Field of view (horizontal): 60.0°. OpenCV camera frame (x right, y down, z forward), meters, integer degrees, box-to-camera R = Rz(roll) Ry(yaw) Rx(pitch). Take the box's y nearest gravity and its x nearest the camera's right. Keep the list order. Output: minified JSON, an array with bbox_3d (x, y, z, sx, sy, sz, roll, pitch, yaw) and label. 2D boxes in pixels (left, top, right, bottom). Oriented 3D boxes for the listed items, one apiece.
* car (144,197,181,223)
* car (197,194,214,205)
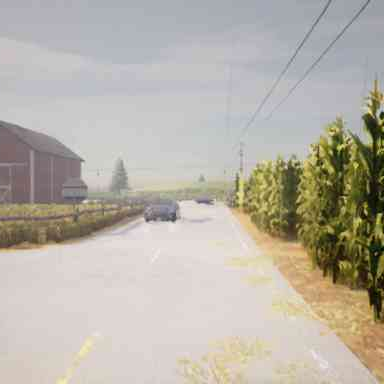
[{"bbox_3d":[-2.019,1.177,23.896,2.097,1.767,4.553,0,0,4],"label":"car"},{"bbox_3d":[2.129,1.109,49.779,1.882,1.535,5.008,3,1,12],"label":"car"}]
